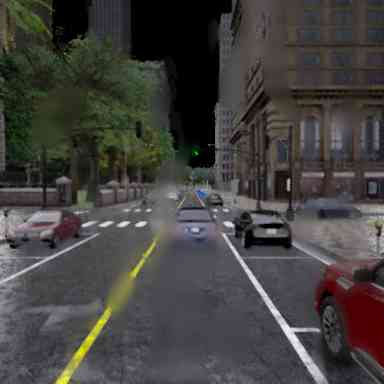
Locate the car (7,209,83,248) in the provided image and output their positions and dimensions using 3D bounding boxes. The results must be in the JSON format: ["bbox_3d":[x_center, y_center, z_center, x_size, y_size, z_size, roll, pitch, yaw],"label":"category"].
[{"bbox_3d":[-5.769,1.392,13.598,1.802,1.307,4.206,0,1,0],"label":"car"}]

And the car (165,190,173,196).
[{"bbox_3d":[-5.781,0.326,83.222,1.752,1.417,4.829,0,1,0],"label":"car"}]

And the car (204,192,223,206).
[{"bbox_3d":[2.752,1.002,40.016,1.947,1.339,4.313,0,1,0],"label":"car"}]

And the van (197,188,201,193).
[{"bbox_3d":[2.744,0.222,77.951,1.690,1.788,3.998,0,1,0],"label":"van"}]

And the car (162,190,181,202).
[{"bbox_3d":[-3.085,0.806,50.935,1.812,1.442,4.674,0,1,0],"label":"car"}]

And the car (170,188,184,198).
[{"bbox_3d":[-3.024,0.548,66.789,1.837,1.490,4.892,0,1,0],"label":"car"}]

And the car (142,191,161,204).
[{"bbox_3d":[-5.774,0.910,45.454,2.008,1.369,4.403,0,1,0],"label":"car"}]

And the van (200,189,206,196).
[{"bbox_3d":[2.748,0.544,56.272,1.690,1.788,3.998,0,1,0],"label":"van"}]

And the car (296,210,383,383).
[{"bbox_3d":[2.758,1.275,2.729,2.192,1.841,5.009,0,1,0],"label":"car"}]

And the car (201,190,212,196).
[{"bbox_3d":[2.750,0.804,51.025,1.752,1.417,4.829,0,1,0],"label":"car"}]

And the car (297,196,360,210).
[{"bbox_3d":[10.281,1.195,24.992,4.553,1.767,2.097,1,1,-3],"label":"car"}]

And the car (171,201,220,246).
[{"bbox_3d":[0.087,1.349,14.187,2.033,1.411,5.357,0,1,0],"label":"car"}]

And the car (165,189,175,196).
[{"bbox_3d":[-5.783,0.031,88.808,2.192,1.841,5.009,0,1,0],"label":"car"}]

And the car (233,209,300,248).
[{"bbox_3d":[2.757,1.376,13.582,1.947,1.339,4.313,0,1,0],"label":"car"}]

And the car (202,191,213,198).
[{"bbox_3d":[2.751,0.925,45.436,1.947,1.339,4.313,0,1,0],"label":"car"}]

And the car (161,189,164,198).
[{"bbox_3d":[-5.776,0.721,50.872,1.967,1.590,4.097,0,1,0],"label":"car"}]

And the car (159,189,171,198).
[{"bbox_3d":[-5.780,0.277,72.549,2.192,1.841,5.009,0,1,0],"label":"car"}]
